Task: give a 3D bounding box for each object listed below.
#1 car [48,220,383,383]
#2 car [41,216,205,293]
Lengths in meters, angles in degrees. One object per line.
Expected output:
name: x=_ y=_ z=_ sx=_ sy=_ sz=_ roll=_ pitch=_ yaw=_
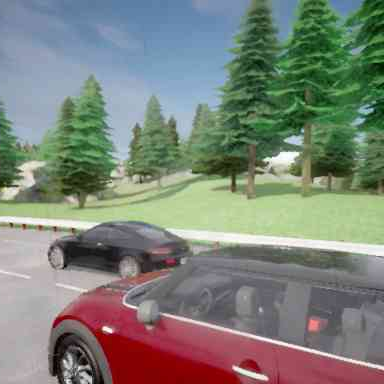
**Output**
car: x=0.532 y=1.355 z=3.495 sx=4.553 sy=1.767 sz=2.097 roll=0 pitch=0 yaw=35
car: x=-2.105 y=1.541 z=9.482 sx=4.674 sy=1.442 sz=1.812 roll=0 pitch=0 yaw=33
